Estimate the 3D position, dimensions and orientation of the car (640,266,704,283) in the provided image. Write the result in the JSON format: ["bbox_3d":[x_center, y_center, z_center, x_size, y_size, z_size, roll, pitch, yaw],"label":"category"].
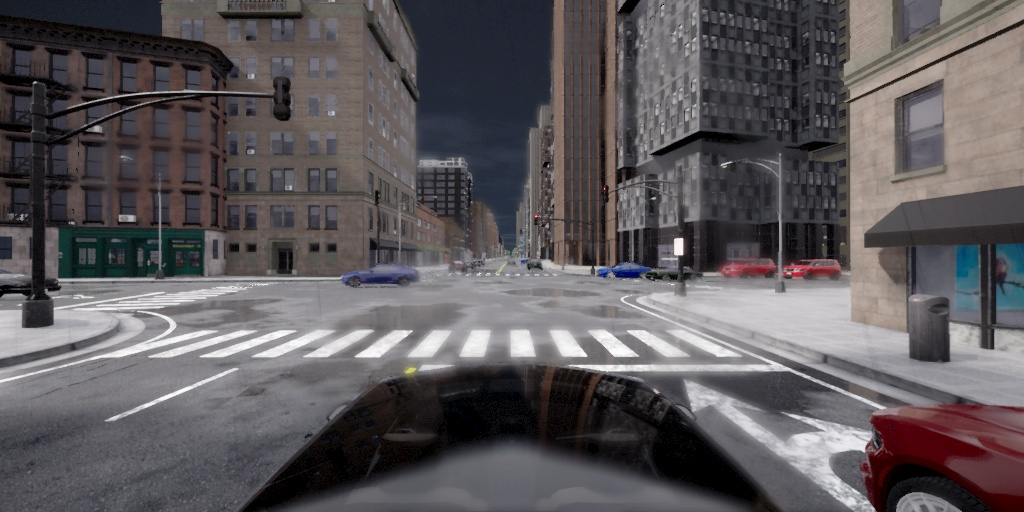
[{"bbox_3d":[13.633,1.540,30.237,4.718,1.301,1.895,1,0,-18],"label":"car"}]

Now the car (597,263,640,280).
[{"bbox_3d":[10.441,1.412,33.425,5.008,1.535,1.882,1,0,-5],"label":"car"}]

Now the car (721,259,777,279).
[{"bbox_3d":[24.383,1.312,36.908,5.566,2.045,2.150,1,0,-15],"label":"car"}]

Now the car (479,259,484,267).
[{"bbox_3d":[-6.672,1.320,64.618,1.994,1.385,4.181,0,0,0],"label":"car"}]

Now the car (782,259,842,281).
[{"bbox_3d":[29.103,1.343,34.828,5.566,2.045,2.150,1,0,-15],"label":"car"}]

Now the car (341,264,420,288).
[{"bbox_3d":[-8.191,1.241,22.641,4.674,1.442,1.812,1,-1,-19],"label":"car"}]

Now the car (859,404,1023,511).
[{"bbox_3d":[3.353,1.228,0.392,1.882,1.535,5.008,0,0,0],"label":"car"}]

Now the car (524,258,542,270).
[{"bbox_3d":[3.275,1.108,52.985,2.097,1.767,4.553,0,0,0],"label":"car"}]

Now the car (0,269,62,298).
[{"bbox_3d":[-22.317,1.031,14.434,5.357,1.411,2.033,1,0,-16],"label":"car"}]

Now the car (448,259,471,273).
[{"bbox_3d":[-6.671,1.280,44.695,1.812,1.442,4.674,0,0,0],"label":"car"}]

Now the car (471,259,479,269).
[{"bbox_3d":[-6.682,1.248,54.656,2.128,1.511,4.902,0,0,0],"label":"car"}]
